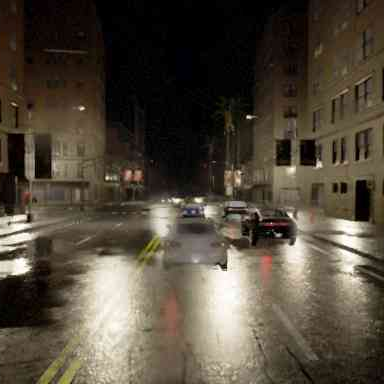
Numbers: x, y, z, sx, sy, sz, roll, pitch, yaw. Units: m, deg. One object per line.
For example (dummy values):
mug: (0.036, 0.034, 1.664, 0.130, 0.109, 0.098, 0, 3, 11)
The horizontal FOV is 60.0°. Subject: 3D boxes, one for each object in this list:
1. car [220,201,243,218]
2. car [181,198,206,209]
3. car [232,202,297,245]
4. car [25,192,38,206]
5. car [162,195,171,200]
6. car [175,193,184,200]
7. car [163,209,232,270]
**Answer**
car: (3.257, 1.421, 25.600, 2.128, 1.511, 4.902, 0, 0, 0)
car: (0.106, 1.475, 26.268, 2.033, 1.411, 5.357, 0, 0, 0)
car: (3.331, 1.449, 15.204, 2.128, 1.511, 4.902, 0, 0, 0)
car: (-23.876, 0.969, 45.580, 5.009, 1.841, 2.192, 0, 0, -9)
car: (-6.480, 1.358, 84.794, 1.895, 1.301, 4.718, 0, 0, 0)
car: (-3.230, 1.118, 84.853, 2.097, 1.767, 4.553, 0, 0, 0)
car: (0.103, 1.494, 10.779, 1.812, 1.442, 4.674, 0, 0, 0)
